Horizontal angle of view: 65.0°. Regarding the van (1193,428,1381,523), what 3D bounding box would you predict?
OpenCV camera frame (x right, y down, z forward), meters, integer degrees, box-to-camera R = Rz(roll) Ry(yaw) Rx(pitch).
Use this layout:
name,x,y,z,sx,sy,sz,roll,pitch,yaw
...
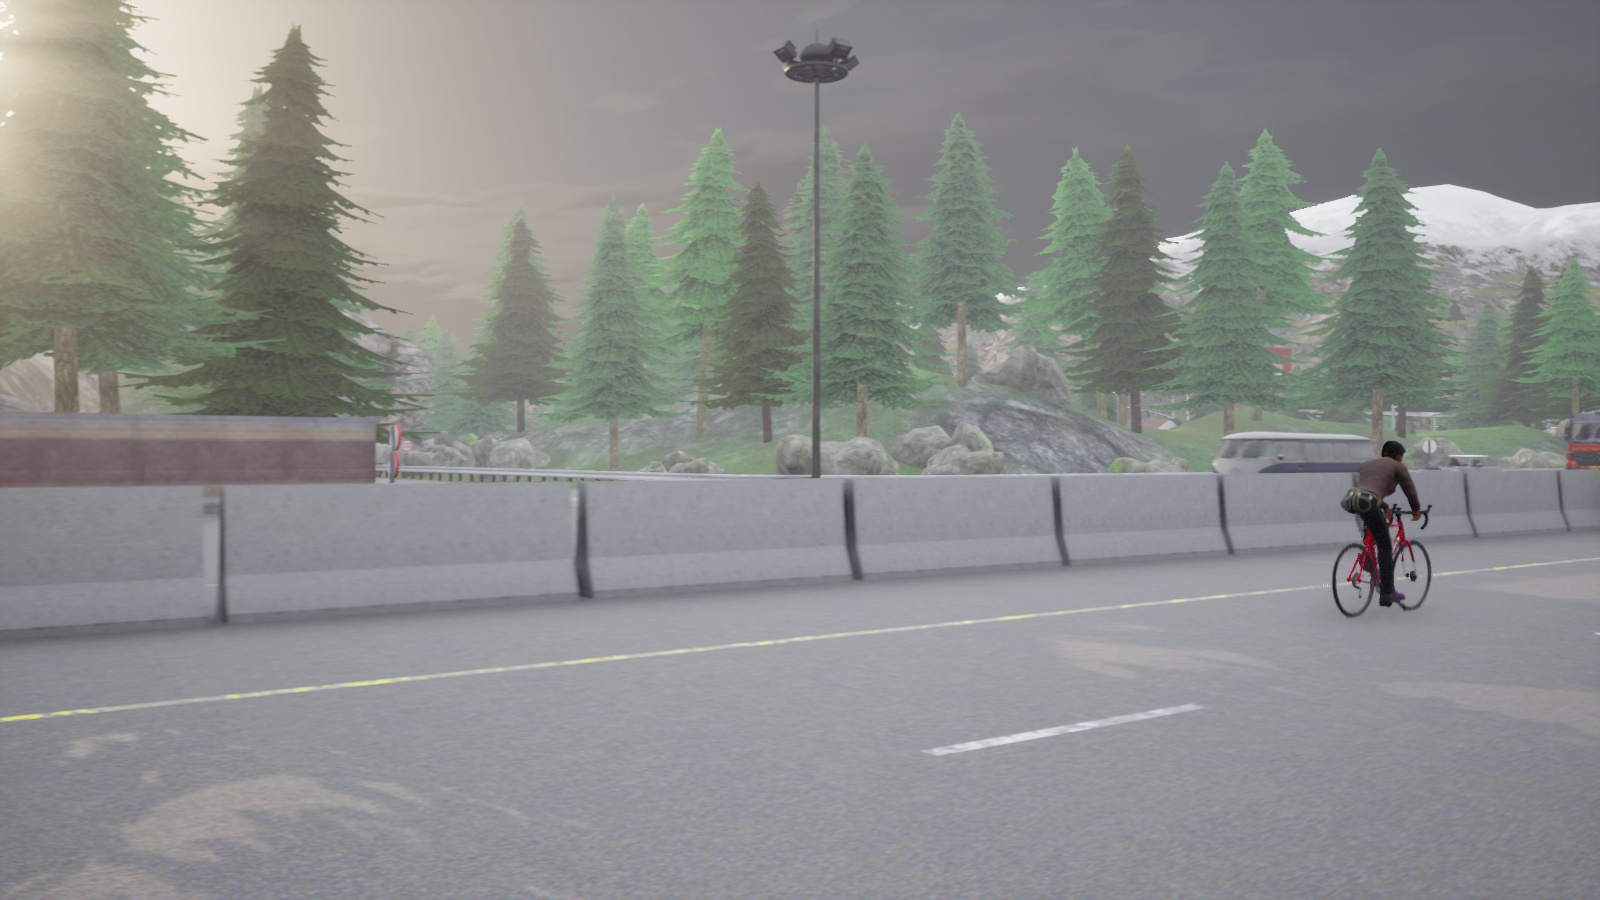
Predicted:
name,x,y,z,sx,sy,sz,roll,pitch,yaw
van,11.054,0.544,28.404,4.442,1.987,1.775,0,0,-35

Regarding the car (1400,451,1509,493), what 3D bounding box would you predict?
name,x,y,z,sx,sy,sz,roll,pitch,yaw
car,23.870,0.772,45.805,3.806,1.475,1.970,0,0,-35

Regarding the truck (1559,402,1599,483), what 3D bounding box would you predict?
name,x,y,z,sx,sy,sz,roll,pitch,yaw
truck,41.023,-0.355,61.925,8.468,3.827,2.891,0,0,-35

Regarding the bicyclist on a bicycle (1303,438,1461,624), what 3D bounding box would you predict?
name,x,y,z,sx,sy,sz,roll,pitch,yaw
bicyclist on a bicycle,5.438,0.715,11.706,1.656,1.620,0.582,0,0,-35
